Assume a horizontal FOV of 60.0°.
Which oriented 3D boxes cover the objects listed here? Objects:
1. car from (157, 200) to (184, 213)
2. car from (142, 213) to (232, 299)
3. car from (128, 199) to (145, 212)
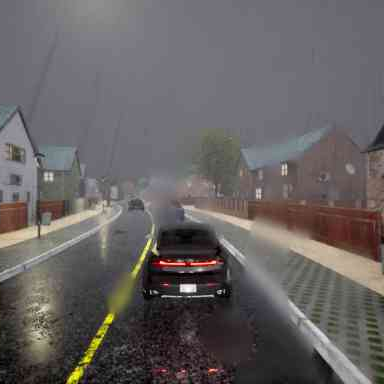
[{"bbox_3d":[-1.847,1.435,27.957,2.097,1.767,4.553,0,0,-7],"label":"car"},{"bbox_3d":[-0.161,1.516,8.498,1.837,1.490,4.892,0,0,-2],"label":"car"},{"bbox_3d":[-6.969,1.640,41.605,1.882,1.535,5.008,0,-1,-10],"label":"car"}]
